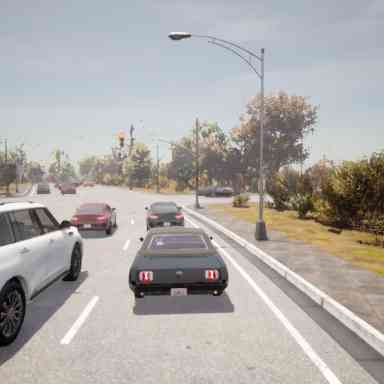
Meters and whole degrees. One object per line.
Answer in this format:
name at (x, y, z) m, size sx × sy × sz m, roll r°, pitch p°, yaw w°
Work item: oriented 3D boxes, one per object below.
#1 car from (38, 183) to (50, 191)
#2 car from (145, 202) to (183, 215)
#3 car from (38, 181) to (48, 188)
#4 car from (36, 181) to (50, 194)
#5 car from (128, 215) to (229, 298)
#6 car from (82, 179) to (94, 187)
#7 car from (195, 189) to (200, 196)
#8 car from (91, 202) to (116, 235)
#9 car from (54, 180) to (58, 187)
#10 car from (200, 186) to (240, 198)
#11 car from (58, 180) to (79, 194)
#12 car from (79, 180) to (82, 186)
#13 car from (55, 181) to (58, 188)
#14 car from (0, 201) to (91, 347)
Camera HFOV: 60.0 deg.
car at (-28.205, -1.025, 63.385) m, size 1.994 × 1.385 × 4.181 m, roll -1°, pitch 3°, yaw -25°
car at (-1.461, 1.219, 17.376) m, size 1.812 × 1.442 × 4.674 m, roll 0°, pitch 2°, yaw -8°
car at (-33.976, -1.700, 75.767) m, size 1.882 × 1.535 × 5.008 m, roll -1°, pitch 3°, yaw -25°
car at (-23.029, -0.485, 51.642) m, size 1.837 × 1.490 × 4.892 m, roll -1°, pitch 3°, yaw -23°
car at (-0.387, 1.524, 8.356) m, size 1.895 × 1.301 × 4.718 m, roll 0°, pitch 1°, yaw -4°
car at (-25.985, -2.203, 83.465) m, size 2.097 × 1.767 × 4.553 m, roll -1°, pitch 3°, yaw -25°
car at (2.839, -0.160, 48.069) m, size 4.892 × 1.490 × 1.837 m, roll 0°, pitch 3°, yaw -22°
car at (-4.896, 1.247, 16.780) m, size 1.812 × 1.442 × 4.674 m, roll 0°, pitch 2°, yaw -8°
car at (-30.729, -1.889, 77.078) m, size 2.097 × 1.767 × 4.553 m, roll -1°, pitch 3°, yaw -25°
car at (3.969, 0.102, 44.762) m, size 4.718 × 1.301 × 1.895 m, roll 0°, pitch 3°, yaw -22°
car at (-19.276, -0.644, 51.803) m, size 2.097 × 1.767 × 4.553 m, roll -1°, pitch 3°, yaw -23°
car at (-28.996, -1.994, 81.647) m, size 1.882 × 1.535 × 5.008 m, roll -1°, pitch 3°, yaw -25°
car at (-25.042, -1.060, 64.886) m, size 1.895 × 1.301 × 4.718 m, roll -1°, pitch 3°, yaw -25°
car at (-3.768, 1.182, 6.322) m, size 2.150 × 2.045 × 5.566 m, roll 0°, pitch 1°, yaw -3°
